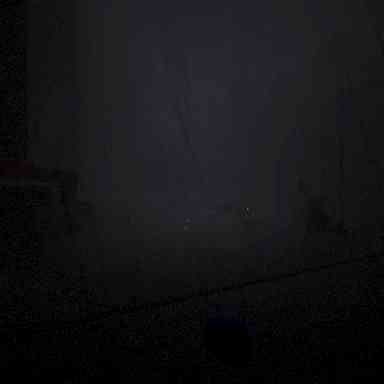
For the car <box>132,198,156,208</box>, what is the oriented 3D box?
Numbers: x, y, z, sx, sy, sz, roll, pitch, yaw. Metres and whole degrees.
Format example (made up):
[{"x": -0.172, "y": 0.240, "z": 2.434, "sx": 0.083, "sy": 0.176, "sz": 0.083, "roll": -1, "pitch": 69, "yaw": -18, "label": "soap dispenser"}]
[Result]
[{"x": -6.818, "y": 1.545, "z": 46.834, "sx": 1.994, "sy": 1.385, "sz": 4.181, "roll": 0, "pitch": 0, "yaw": -35, "label": "car"}]

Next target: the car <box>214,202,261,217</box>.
[{"x": 4.223, "y": 1.584, "z": 31.315, "sx": 1.895, "sy": 1.301, "sz": 4.718, "roll": 0, "pitch": 0, "yaw": -35, "label": "car"}]

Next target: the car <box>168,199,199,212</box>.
[{"x": -1.072, "y": 1.508, "z": 38.744, "sx": 1.812, "sy": 1.442, "sz": 4.674, "roll": 0, "pitch": 0, "yaw": -35, "label": "car"}]
